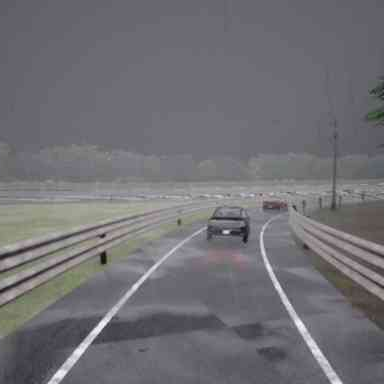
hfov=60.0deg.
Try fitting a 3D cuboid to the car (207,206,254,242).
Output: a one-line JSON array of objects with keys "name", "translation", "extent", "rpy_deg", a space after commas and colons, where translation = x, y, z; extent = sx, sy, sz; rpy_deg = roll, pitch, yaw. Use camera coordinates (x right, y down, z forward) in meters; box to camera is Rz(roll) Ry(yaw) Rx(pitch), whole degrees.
[{"name": "car", "translation": [1.917, 1.452, 16.294], "extent": [2.128, 1.511, 4.902], "rpy_deg": [1, 0, 12]}]

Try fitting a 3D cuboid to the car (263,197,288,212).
[{"name": "car", "translation": [9.379, 1.345, 37.161], "extent": [1.882, 1.535, 5.008], "rpy_deg": [1, 1, 28]}]
